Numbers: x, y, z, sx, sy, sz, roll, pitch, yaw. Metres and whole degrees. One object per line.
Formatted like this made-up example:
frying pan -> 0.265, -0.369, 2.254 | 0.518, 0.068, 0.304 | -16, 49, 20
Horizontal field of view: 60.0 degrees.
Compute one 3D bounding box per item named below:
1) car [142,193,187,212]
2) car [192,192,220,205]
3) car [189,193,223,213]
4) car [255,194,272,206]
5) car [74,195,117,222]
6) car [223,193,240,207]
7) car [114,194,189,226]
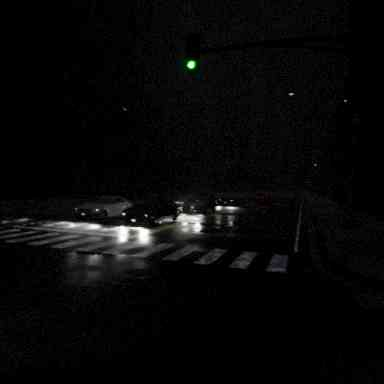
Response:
car -> -2.298, 0.893, 29.868 | 2.033, 1.411, 5.357 | 2, 1, 19
car -> 1.826, 0.798, 42.118 | 2.033, 1.411, 5.357 | 2, 1, 19
car -> 0.838, 0.962, 28.997 | 2.128, 1.511, 4.902 | 2, 1, 19
car -> 9.624, 0.954, 44.351 | 1.882, 1.535, 5.008 | 2, 1, 19
car -> -5.340, 0.940, 20.824 | 1.812, 1.442, 4.674 | 2, 1, 19
car -> 4.550, 0.911, 40.023 | 1.812, 1.442, 4.674 | 2, 1, 19
car -> -2.201, 1.087, 19.979 | 2.033, 1.411, 5.357 | 2, 1, 19
